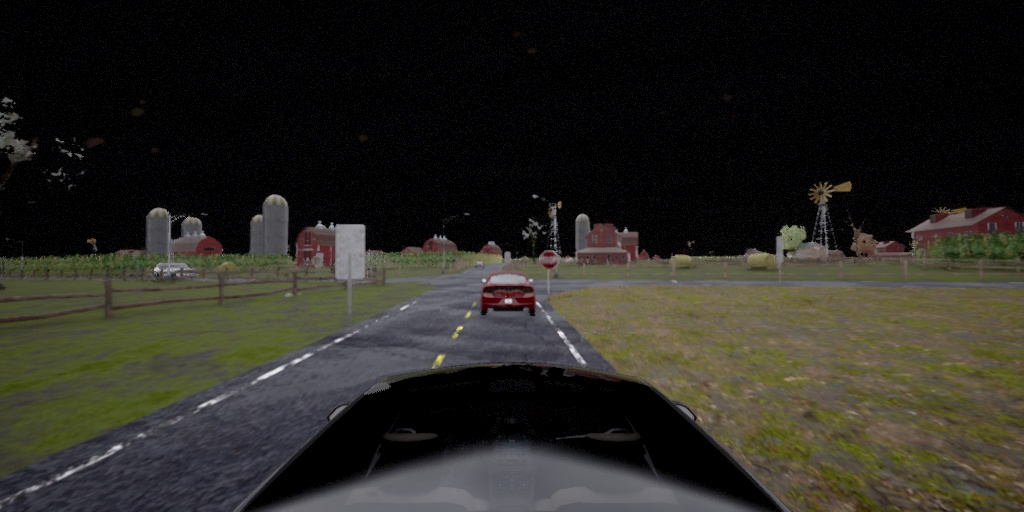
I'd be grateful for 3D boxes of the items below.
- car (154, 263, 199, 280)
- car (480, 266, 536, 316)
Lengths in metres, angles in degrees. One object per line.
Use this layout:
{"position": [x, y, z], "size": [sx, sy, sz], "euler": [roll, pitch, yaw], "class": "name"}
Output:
{"position": [-41.380, 1.879, 44.171], "size": [5.566, 2.045, 2.150], "euler": [-1, -1, 20], "class": "car"}
{"position": [-0.170, 1.308, 13.935], "size": [1.882, 1.535, 5.008], "euler": [0, 0, -1], "class": "car"}
